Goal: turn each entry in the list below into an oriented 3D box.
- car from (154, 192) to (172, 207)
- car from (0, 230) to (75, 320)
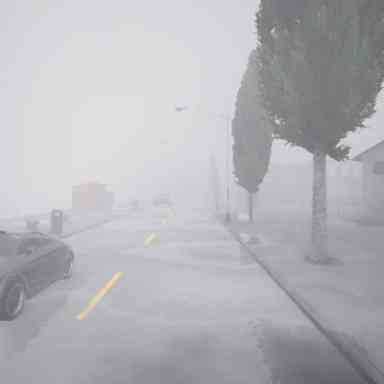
[{"bbox_3d":[-3.991,1.047,46.720,2.150,2.045,5.566,0,0,0],"label":"car"},{"bbox_3d":[-4.076,1.537,7.097,1.994,1.385,4.181,0,0,0],"label":"car"}]
